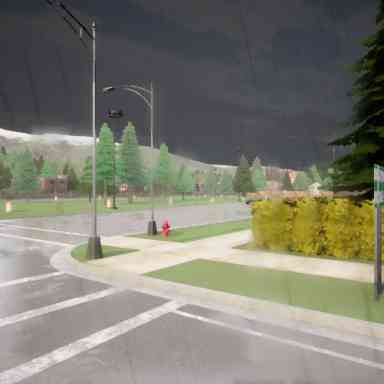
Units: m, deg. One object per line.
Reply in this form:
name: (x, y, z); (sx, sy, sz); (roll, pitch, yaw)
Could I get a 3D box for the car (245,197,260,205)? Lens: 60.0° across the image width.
car: (11.288, 1.601, 58.692); (1.895, 1.301, 4.718); (0, 0, 36)

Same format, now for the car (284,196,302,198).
car: (17.196, 1.564, 54.906); (1.994, 1.385, 4.181); (0, 0, 35)

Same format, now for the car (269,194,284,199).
car: (14.188, 1.526, 56.730); (1.812, 1.442, 4.674); (0, 0, 36)

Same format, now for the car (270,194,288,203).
car: (17.716, 1.353, 67.566); (2.097, 1.767, 4.553); (0, 0, 36)

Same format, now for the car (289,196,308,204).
car: (21.428, 1.547, 66.725); (2.033, 1.411, 5.357); (0, 0, 36)
